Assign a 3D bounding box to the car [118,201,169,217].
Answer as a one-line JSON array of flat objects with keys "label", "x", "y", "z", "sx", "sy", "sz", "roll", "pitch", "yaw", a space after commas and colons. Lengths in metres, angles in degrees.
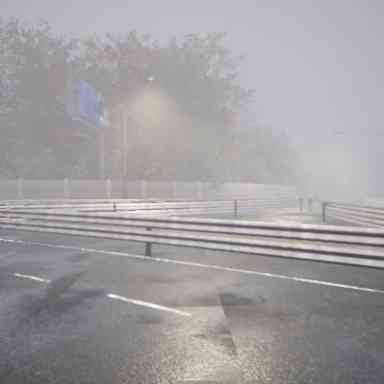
[{"label": "car", "x": -3.926, "y": 1.390, "z": 26.907, "sx": 4.181, "sy": 1.385, "sz": 1.994, "roll": 0, "pitch": 0, "yaw": -28}]
